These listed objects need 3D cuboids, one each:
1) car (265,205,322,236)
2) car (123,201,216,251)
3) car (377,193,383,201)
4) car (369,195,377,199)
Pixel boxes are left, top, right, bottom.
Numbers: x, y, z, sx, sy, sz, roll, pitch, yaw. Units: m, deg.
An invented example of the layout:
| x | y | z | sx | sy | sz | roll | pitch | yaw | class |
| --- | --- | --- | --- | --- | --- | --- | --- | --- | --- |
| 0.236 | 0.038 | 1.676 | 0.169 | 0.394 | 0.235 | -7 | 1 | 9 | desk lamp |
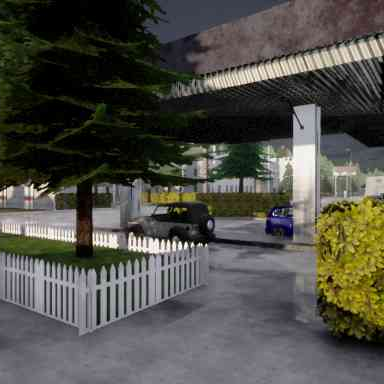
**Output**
| x | y | z | sx | sy | sz | roll | pitch | yaw | class |
| --- | --- | --- | --- | --- | --- | --- | --- | --- | --- |
| 5.890 | 1.480 | 15.937 | 4.611 | 1.667 | 2.242 | 0 | 0 | 35 | car |
| -0.912 | 1.313 | 13.790 | 3.866 | 1.878 | 1.905 | 0 | 0 | 35 | car |
| 25.851 | 1.077 | 43.467 | 1.905 | 1.878 | 3.866 | 0 | 0 | 35 | car |
| 33.119 | 1.298 | 60.206 | 2.007 | 1.523 | 4.514 | 0 | 0 | 35 | car |
